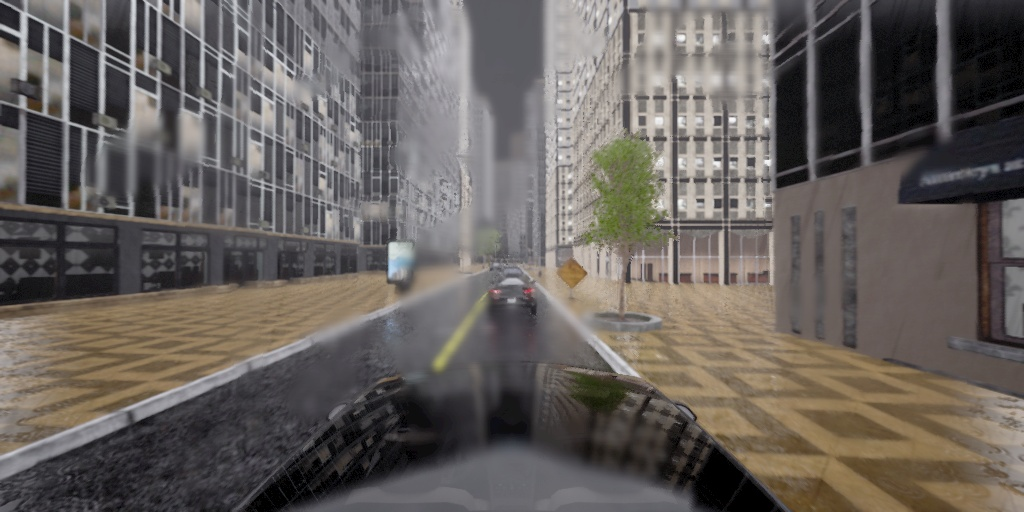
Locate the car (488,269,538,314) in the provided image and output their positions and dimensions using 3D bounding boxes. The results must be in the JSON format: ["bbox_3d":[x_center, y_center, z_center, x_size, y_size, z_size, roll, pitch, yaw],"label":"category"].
[{"bbox_3d":[0.049,1.395,14.327,1.812,1.442,4.674,0,-1,0],"label":"car"}]

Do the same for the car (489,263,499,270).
[{"bbox_3d":[-2.779,1.867,60.557,1.812,1.442,4.674,0,-1,1],"label":"car"}]

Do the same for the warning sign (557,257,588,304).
[{"bbox_3d":[2.520,0.990,14.977,1.300,1.860,1.060,0,0,0],"label":"warning sign"}]

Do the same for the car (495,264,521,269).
[{"bbox_3d":[0.034,1.543,27.054,2.033,1.411,5.357,0,-1,0],"label":"car"}]
